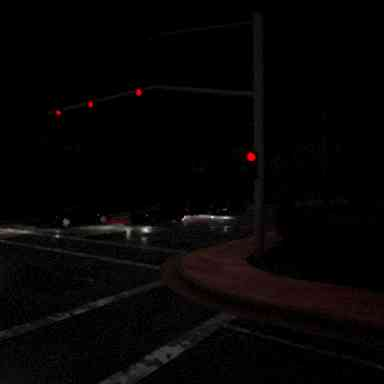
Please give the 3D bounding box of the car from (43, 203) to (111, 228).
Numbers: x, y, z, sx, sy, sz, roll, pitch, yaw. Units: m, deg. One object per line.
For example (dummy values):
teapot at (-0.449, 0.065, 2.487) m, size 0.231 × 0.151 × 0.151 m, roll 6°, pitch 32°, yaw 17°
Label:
car at (-8.095, 1.590, 23.755) m, size 1.882 × 1.535 × 5.008 m, roll 0°, pitch 0°, yaw 36°

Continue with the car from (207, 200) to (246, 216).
car at (3.926, 1.593, 34.506) m, size 1.837 × 1.490 × 4.892 m, roll 0°, pitch 1°, yaw 36°

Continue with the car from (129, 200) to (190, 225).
car at (-2.581, 1.571, 25.453) m, size 1.882 × 1.535 × 5.008 m, roll 0°, pitch 0°, yaw 36°

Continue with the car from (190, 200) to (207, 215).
car at (-0.137, 1.617, 34.862) m, size 1.837 × 1.490 × 4.892 m, roll 0°, pitch 0°, yaw 36°
